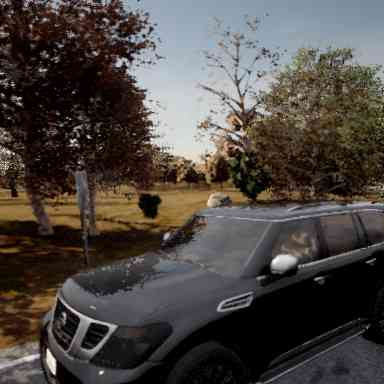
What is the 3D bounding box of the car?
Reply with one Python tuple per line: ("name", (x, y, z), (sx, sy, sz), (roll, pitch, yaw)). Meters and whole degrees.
("car", (0.953, 1.169, 4.664), (5.566, 2.045, 2.150), (-1, 1, -35))
